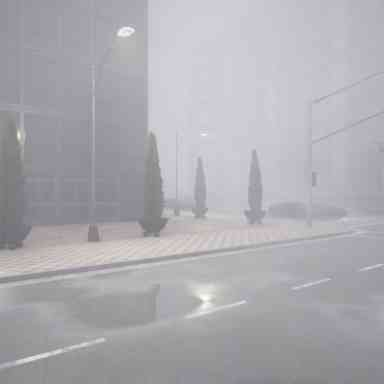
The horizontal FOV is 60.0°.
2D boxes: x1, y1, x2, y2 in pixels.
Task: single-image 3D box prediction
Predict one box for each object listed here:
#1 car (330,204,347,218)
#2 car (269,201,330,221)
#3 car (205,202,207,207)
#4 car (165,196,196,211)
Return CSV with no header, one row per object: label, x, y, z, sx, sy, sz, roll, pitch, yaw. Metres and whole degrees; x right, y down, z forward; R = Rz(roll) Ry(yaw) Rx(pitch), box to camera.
car,11.818,1.619,30.298,1.994,1.385,4.181,0,0,-36
car,8.824,1.561,28.463,1.837,1.490,4.892,0,0,-36
car,0.143,1.408,46.315,2.097,1.767,4.553,0,0,-36
car,-1.798,1.533,43.032,1.882,1.535,5.008,0,0,-36
